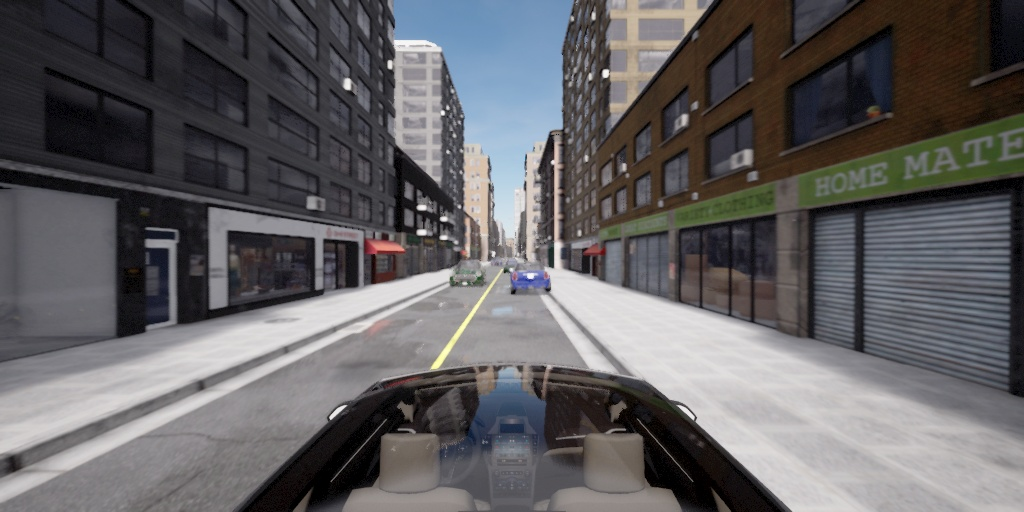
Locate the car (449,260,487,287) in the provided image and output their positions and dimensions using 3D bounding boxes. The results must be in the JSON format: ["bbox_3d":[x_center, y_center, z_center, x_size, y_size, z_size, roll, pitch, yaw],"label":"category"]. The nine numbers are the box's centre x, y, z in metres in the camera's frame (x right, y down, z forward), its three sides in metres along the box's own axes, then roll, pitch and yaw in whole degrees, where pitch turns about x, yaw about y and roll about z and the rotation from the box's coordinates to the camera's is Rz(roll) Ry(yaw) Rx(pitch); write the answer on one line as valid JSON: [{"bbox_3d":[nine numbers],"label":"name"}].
[{"bbox_3d":[-2.845,1.068,23.900,2.097,1.767,4.553,0,0,0],"label":"car"}]

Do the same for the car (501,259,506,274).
[{"bbox_3d":[0.033,1.243,40.860,1.994,1.385,4.181,0,0,0],"label":"car"}]

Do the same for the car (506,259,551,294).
[{"bbox_3d":[0.929,1.043,20.005,2.097,1.767,4.553,-2,0,0],"label":"car"}]
